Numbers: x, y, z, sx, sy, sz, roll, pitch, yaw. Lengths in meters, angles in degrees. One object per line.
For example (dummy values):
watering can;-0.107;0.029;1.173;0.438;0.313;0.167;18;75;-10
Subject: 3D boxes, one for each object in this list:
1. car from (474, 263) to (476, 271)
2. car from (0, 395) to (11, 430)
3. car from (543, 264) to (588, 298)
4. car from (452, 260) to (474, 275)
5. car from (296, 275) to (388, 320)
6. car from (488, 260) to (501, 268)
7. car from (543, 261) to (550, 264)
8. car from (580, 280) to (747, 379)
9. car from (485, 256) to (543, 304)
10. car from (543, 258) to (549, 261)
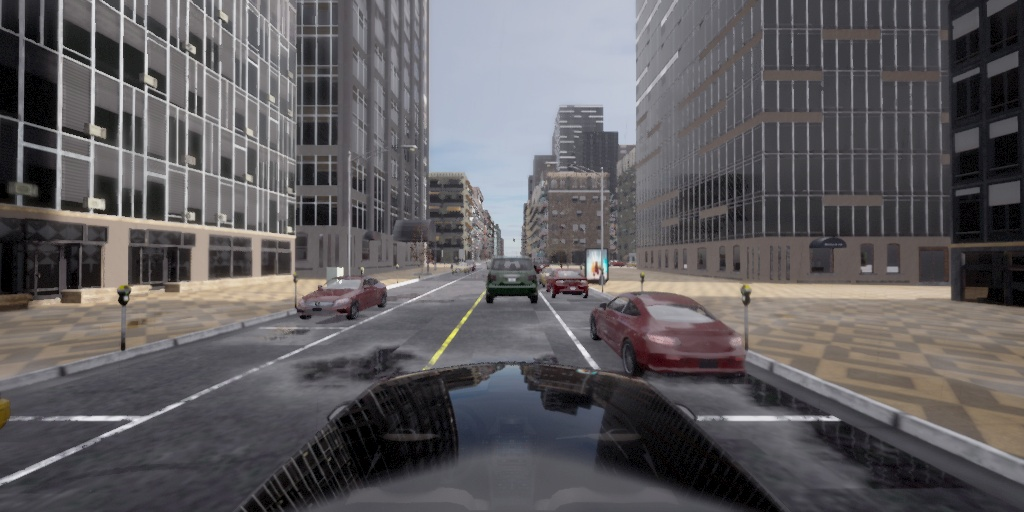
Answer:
car;-5.690;1.198;45.909;1.967;1.591;4.097;0;0;0
car;-5.690;1.273;1.262;1.751;1.417;4.829;0;0;0
car;2.691;1.296;18.111;1.888;1.381;4.507;0;0;0
car;-5.690;1.282;40.180;1.751;1.417;4.829;0;0;0
car;-5.690;1.332;12.551;1.802;1.307;4.207;0;0;0
car;-3.000;1.366;62.501;2.033;1.411;5.357;0;0;0
car;2.691;1.278;23.840;1.751;1.417;4.829;0;0;0
car;2.691;1.331;6.992;1.802;1.307;4.207;0;0;0
car;0.000;1.010;16.531;2.150;2.045;5.566;0;0;0
car;2.691;1.070;34.788;2.192;1.841;5.009;0;0;0
